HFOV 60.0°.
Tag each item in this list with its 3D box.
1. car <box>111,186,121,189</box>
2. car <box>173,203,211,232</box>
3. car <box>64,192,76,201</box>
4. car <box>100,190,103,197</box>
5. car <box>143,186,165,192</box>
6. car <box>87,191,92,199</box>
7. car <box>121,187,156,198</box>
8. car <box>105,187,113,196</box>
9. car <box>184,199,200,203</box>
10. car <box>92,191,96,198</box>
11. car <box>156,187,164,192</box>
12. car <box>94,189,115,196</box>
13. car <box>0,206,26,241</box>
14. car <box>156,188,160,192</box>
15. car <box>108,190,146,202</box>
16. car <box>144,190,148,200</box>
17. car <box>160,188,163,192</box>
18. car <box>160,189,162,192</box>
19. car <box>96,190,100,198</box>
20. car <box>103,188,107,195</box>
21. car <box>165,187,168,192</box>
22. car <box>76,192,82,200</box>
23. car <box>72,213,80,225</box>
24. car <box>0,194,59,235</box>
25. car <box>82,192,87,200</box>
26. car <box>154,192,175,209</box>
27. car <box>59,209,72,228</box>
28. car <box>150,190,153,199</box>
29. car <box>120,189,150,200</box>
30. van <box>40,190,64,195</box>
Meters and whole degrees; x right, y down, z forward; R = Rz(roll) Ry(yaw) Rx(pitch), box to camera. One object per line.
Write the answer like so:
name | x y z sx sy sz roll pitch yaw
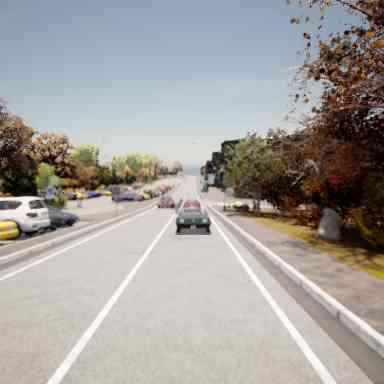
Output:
car | -23.100 -0.245 91.115 5.566 2.045 2.435 0 3 0
car | 0.069 1.565 19.793 1.895 1.301 4.718 0 0 0
car | -23.262 0.893 57.671 4.674 1.452 2.002 0 0 0
car | -23.160 0.597 74.405 5.008 1.535 2.097 0 2 0
car | -10.054 0.111 85.646 4.553 1.767 2.185 0 2 0
car | -23.397 0.767 66.171 5.366 1.575 1.946 0 1 0
car | -10.176 0.560 63.362 5.566 2.045 2.435 0 1 0
car | -22.918 0.235 85.551 5.366 1.575 1.946 0 2 0
car | 0.009 1.509 37.216 1.994 1.385 4.181 0 0 0
car | -23.168 0.755 68.826 4.792 1.488 2.163 0 1 0
car | -10.069 0.215 82.868 4.553 1.767 2.185 0 2 0
car | -23.093 0.126 88.339 5.008 1.535 2.097 0 2 0
car | -10.313 1.523 14.082 5.366 1.575 1.946 0 0 0
car | -10.054 0.472 74.510 4.553 1.767 2.185 0 2 0
car | -10.180 0.909 52.222 4.792 1.488 2.163 0 0 0
car | -10.223 0.898 55.006 4.792 1.488 2.163 0 0 0
car | -10.083 0.464 80.087 4.792 1.488 2.163 0 2 0
car | -10.040 0.550 77.301 4.792 1.488 2.163 0 2 0
car | -23.176 0.665 71.616 5.008 1.535 2.097 0 1 0
car | -23.143 0.517 77.322 4.892 1.521 2.231 0 2 0
car | -9.985 0.004 91.222 5.008 1.535 2.097 0 3 0
car | -23.272 0.864 60.583 4.792 1.488 2.163 0 0 0
car | -10.059 1.586 22.409 4.792 1.488 2.163 0 0 0
car | -10.143 1.285 16.858 5.566 2.045 2.435 0 0 0
car | -23.413 0.804 63.376 5.366 1.575 1.946 0 1 0
car | -3.396 1.253 44.070 2.097 1.767 4.553 0 1 0
car | -10.107 1.546 19.633 5.008 1.535 2.097 0 0 0
car | -10.158 0.839 60.571 5.008 1.535 2.097 0 1 0
car | -10.210 0.732 57.792 4.553 1.767 2.185 0 0 0
van | -23.163 0.650 52.211 4.442 1.987 1.878 1 0 0
